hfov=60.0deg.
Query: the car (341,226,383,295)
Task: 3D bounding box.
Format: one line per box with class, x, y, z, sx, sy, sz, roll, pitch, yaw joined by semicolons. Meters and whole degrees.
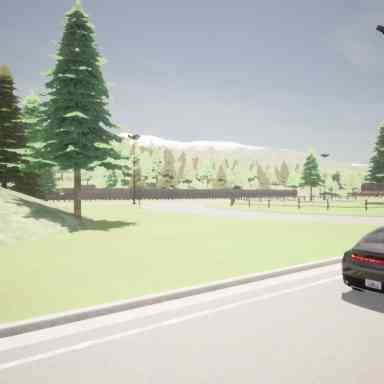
car;5.425;1.505;7.714;4.892;1.490;1.837;0;0;-35
